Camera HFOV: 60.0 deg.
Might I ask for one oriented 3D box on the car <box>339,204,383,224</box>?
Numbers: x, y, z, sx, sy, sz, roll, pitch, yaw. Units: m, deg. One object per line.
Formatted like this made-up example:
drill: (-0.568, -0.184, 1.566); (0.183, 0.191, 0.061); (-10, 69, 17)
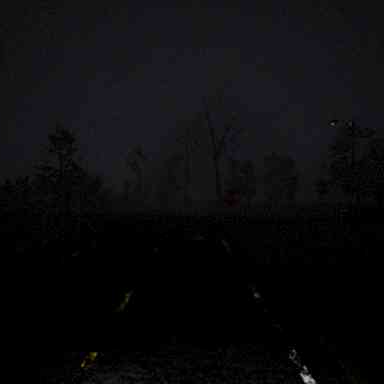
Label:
car: (13.958, 1.680, 25.573); (4.902, 1.511, 2.128); (1, 1, 0)
